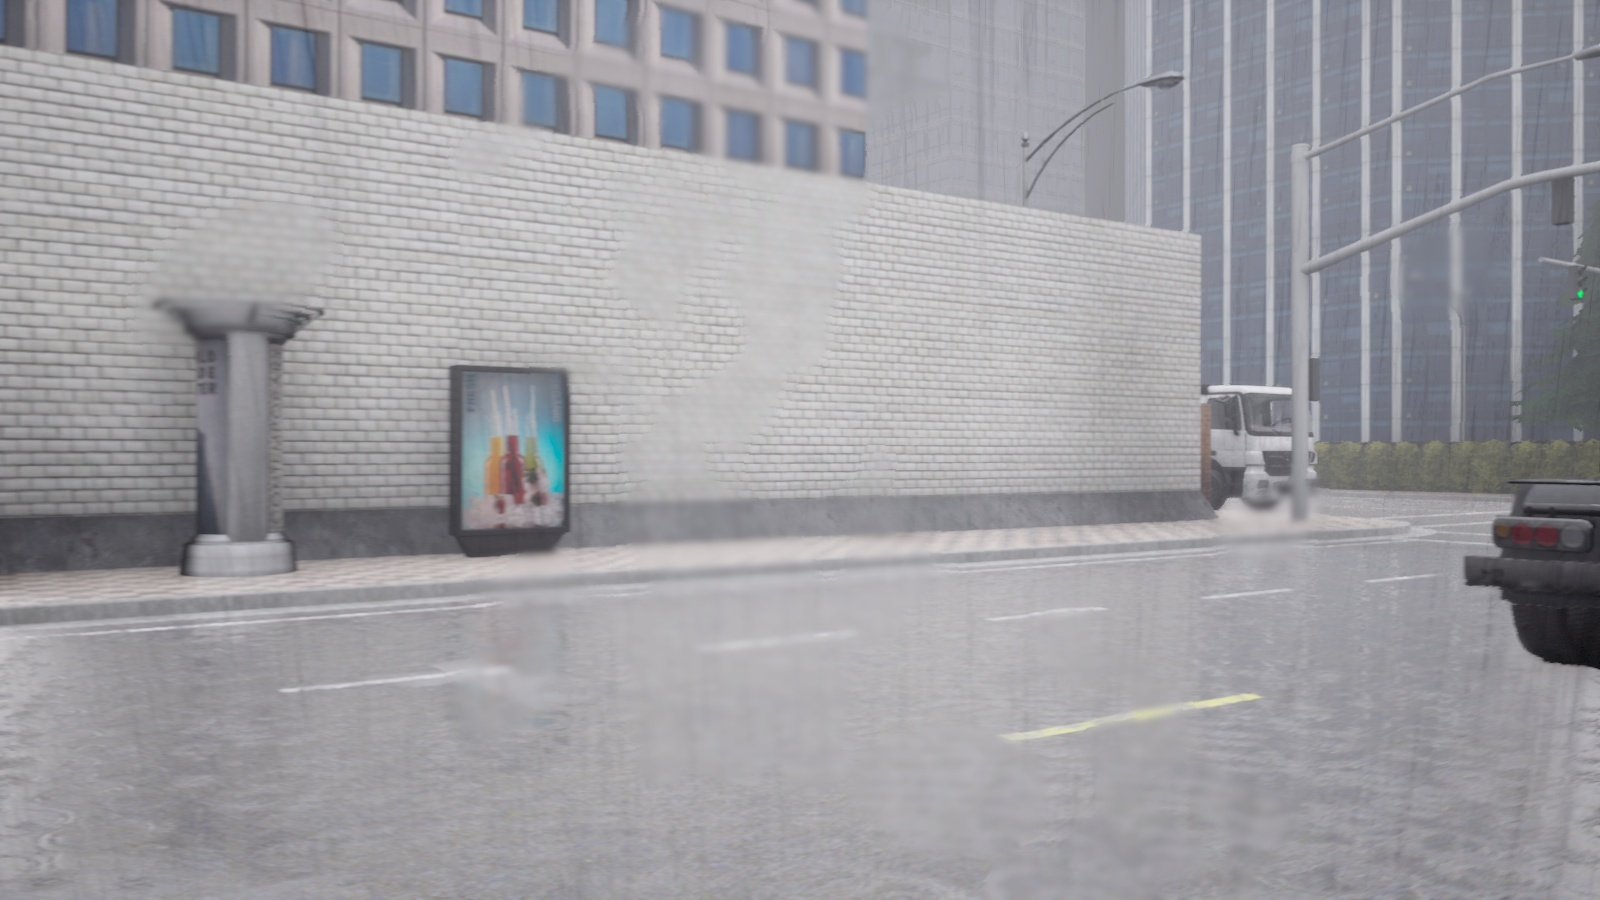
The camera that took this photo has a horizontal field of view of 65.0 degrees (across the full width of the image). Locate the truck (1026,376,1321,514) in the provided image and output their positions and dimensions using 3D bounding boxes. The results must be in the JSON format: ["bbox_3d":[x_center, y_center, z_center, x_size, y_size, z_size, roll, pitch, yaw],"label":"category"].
[{"bbox_3d":[10.302,-0.116,35.600,2.891,3.462,7.936,0,0,-35],"label":"truck"}]

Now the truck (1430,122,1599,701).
[{"bbox_3d":[8.278,-0.231,9.428,7.936,3.462,2.891,0,0,-35],"label":"truck"}]
